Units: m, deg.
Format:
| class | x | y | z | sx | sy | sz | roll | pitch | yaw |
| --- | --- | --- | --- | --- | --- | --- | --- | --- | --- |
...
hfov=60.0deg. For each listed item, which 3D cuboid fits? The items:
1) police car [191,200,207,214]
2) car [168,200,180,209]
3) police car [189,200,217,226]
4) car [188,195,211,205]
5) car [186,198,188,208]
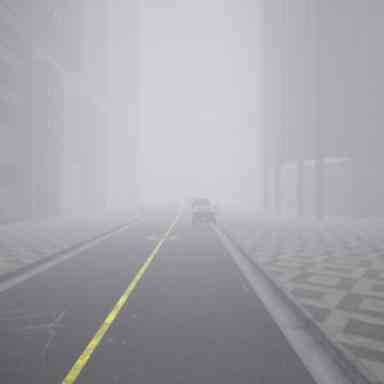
| class | x | y | z | sx | sy | sz | roll | pitch | yaw |
| --- | --- | --- | --- | --- | --- | --- | --- | --- | --- |
| police car | 0.902 | 1.901 | 42.791 | 1.930 | 1.638 | 5.238 | 0 | -1 | 0 |
| car | -3.053 | 2.083 | 57.444 | 1.882 | 1.535 | 5.008 | 0 | -1 | 0 |
| police car | 0.901 | 1.744 | 26.793 | 1.930 | 1.638 | 5.238 | 0 | -1 | 0 |
| car | 0.901 | 1.644 | 36.713 | 2.150 | 2.045 | 5.566 | 0 | -1 | 0 |
| car | 0.002 | 1.875 | 63.262 | 2.150 | 2.045 | 5.566 | 0 | -1 | 0 |
